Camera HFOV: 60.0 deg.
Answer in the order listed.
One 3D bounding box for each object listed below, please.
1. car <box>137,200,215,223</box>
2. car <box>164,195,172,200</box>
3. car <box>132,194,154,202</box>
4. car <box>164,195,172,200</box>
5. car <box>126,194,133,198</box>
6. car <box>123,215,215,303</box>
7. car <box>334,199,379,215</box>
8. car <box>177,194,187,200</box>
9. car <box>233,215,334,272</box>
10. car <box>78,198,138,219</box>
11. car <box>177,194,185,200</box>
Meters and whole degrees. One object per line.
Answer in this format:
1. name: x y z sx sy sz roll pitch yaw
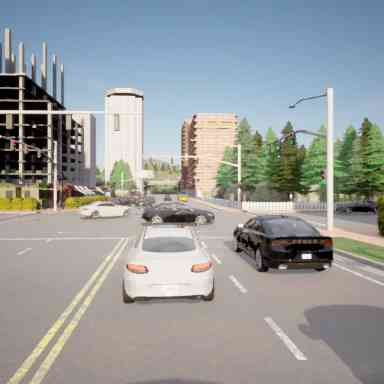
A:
1. car: -0.947 1.491 22.444 4.902 1.511 2.128 0 0 -3
2. car: -5.679 1.518 77.662 2.128 1.511 4.902 0 0 -4
3. car: -7.187 1.491 48.852 2.128 1.511 4.902 0 0 -4
4. car: -6.303 1.379 86.233 1.994 1.385 4.181 0 0 -4
5. car: -11.000 1.477 53.105 1.882 1.535 5.008 0 0 -4
6. car: -0.590 1.526 8.129 1.812 1.442 4.674 0 0 -5
7. car: 17.050 1.491 34.008 4.902 1.511 2.128 0 0 -3
8. car: -2.117 1.470 76.939 1.882 1.535 5.008 0 0 -4
9. car: 2.674 1.478 10.868 1.882 1.535 5.008 0 0 -5
10. car: -7.473 1.526 28.873 4.674 1.442 1.812 0 1 -37
11. car: -2.812 1.304 86.487 1.882 1.535 5.008 0 0 -4
